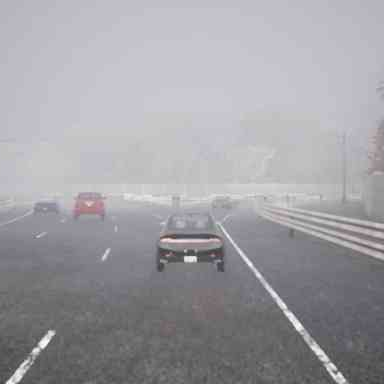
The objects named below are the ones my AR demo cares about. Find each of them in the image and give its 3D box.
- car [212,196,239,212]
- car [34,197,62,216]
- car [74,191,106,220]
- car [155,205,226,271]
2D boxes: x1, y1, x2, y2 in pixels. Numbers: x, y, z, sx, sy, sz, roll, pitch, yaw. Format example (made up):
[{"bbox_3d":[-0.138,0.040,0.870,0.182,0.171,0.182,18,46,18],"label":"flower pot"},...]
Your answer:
[{"bbox_3d":[3.502,1.137,34.070,2.128,1.511,4.902,0,1,22],"label":"car"},{"bbox_3d":[-12.739,1.186,29.528,1.882,1.535,5.008,0,1,-18],"label":"car"},{"bbox_3d":[-7.889,0.963,25.761,2.150,2.045,5.566,0,0,-16],"label":"car"},{"bbox_3d":[-0.036,1.383,10.469,2.128,1.511,4.902,0,1,0],"label":"car"}]
